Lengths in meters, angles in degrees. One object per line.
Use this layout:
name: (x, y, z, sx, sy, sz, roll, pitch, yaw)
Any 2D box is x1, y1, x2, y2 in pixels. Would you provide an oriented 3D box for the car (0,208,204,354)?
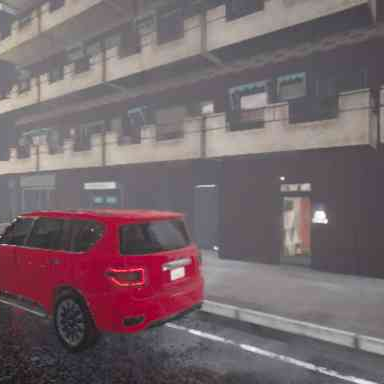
car: (-2.390, 1.335, 6.559, 5.566, 2.045, 2.150, -1, -1, 36)
